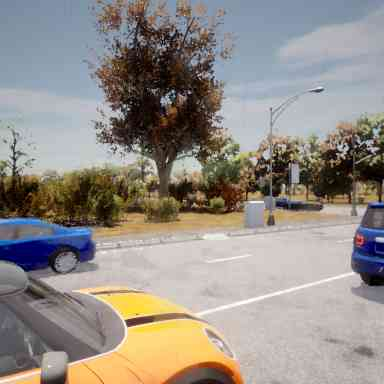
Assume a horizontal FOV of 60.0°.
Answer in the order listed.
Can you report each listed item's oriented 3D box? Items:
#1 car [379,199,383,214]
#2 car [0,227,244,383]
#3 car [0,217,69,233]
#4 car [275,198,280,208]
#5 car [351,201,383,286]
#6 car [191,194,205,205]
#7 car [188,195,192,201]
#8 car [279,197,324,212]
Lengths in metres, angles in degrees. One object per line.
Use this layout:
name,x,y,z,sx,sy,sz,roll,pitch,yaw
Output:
car,21.190,1.477,32.270,1.882,1.535,5.008,0,0,-32
car,-1.735,1.352,2.508,4.553,1.767,2.097,0,0,-35
car,-5.135,1.477,8.922,5.008,1.535,1.882,0,0,-35
car,12.971,1.474,45.268,1.882,1.535,5.008,0,0,-32
car,6.170,1.221,8.152,5.566,2.045,2.150,0,0,-35
car,2.437,1.437,55.170,1.882,1.535,5.008,0,0,-33
car,0.915,1.268,63.728,2.097,1.767,4.553,0,1,-34
car,12.937,1.601,38.782,1.895,1.301,4.718,0,0,-32
